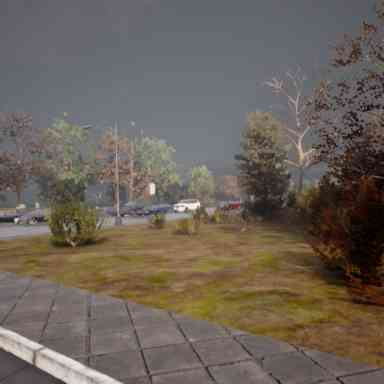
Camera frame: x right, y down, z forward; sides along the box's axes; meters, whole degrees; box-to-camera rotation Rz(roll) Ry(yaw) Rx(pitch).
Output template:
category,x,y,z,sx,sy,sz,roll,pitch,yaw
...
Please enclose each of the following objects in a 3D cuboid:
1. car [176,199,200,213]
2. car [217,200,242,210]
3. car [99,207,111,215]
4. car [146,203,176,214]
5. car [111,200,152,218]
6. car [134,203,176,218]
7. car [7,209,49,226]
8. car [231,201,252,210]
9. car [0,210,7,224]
category,x,y,z,sx,sy,sz,roll,pitch,yaw
car,-0.780,2.182,52.123,2.150,2.045,5.566,-3,-2,33
car,5.443,2.004,48.605,2.097,1.767,4.553,-3,-2,34
car,-10.931,2.594,42.586,1.994,1.385,4.181,-3,-2,32
car,-4.759,2.593,52.364,2.128,1.511,4.902,-3,-2,32
car,-7.098,2.108,42.130,2.150,2.045,5.566,-3,-2,32
car,-4.326,2.318,39.583,1.895,1.301,4.718,-3,-2,32
car,-14.074,2.330,31.151,2.128,1.511,4.902,-3,-2,33
car,9.053,2.387,60.834,1.882,1.535,5.008,-3,-2,33
car,-17.700,2.482,31.991,2.128,1.511,4.902,-3,-2,33
